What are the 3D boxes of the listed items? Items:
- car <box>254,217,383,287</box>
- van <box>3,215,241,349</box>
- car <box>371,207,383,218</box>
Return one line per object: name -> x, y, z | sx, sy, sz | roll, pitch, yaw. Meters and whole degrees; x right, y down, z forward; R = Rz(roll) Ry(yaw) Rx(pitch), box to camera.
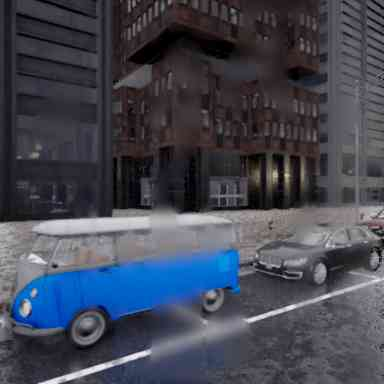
car -> 3.622, 1.555, 9.234 | 4.403, 1.369, 2.008 | 0, 0, -35
van -> -0.971, 1.343, 5.959 | 3.998, 1.788, 1.690 | 0, 0, -35
car -> 8.214, 1.322, 12.510 | 5.009, 1.841, 2.192 | 0, 0, -35
